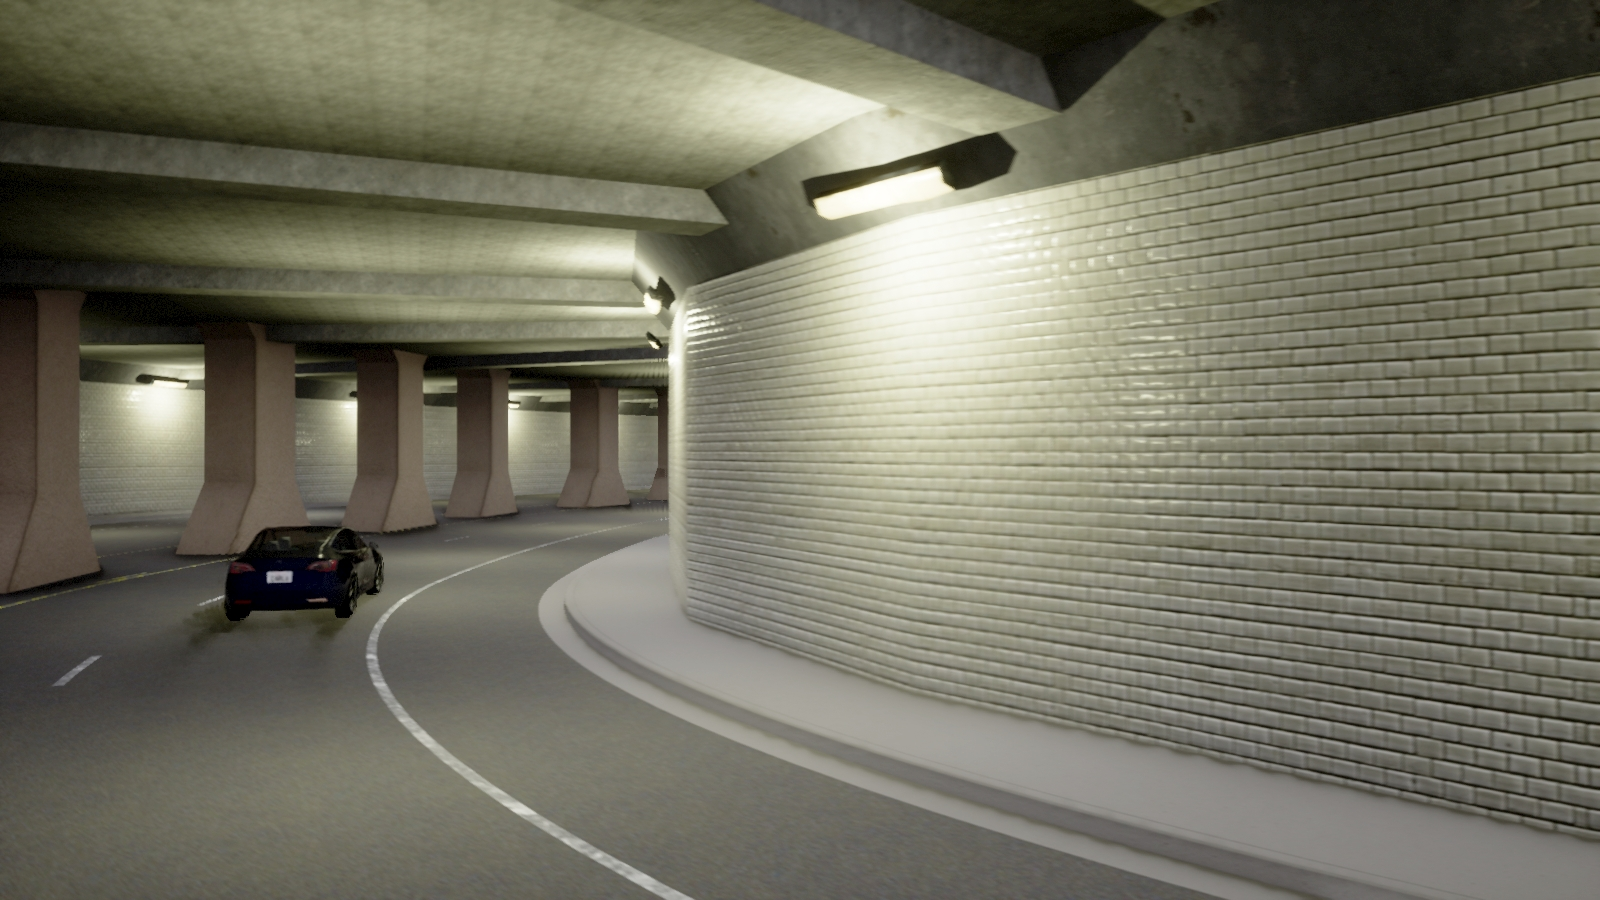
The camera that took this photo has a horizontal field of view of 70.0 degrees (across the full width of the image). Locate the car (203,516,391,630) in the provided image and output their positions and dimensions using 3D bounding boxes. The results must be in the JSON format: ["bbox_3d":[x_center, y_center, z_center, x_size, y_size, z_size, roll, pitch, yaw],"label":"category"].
[{"bbox_3d":[-8.779,2.067,20.423,2.163,1.488,4.792,0,0,-12],"label":"car"}]
